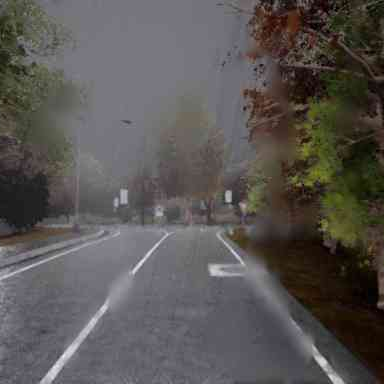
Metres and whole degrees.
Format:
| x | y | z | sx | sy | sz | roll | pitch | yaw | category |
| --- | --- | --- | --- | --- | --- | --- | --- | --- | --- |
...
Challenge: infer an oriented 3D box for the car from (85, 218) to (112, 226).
| x | y | z | sx | sy | sz | roll | pitch | yaw | category |
| --- | --- | --- | --- | --- | --- | --- | --- | --- | --- |
| -17.704 | 5.674 | 63.219 | 2.033 | 1.411 | 5.357 | -3 | -5 | 33 | car |

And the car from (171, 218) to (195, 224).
| x | y | z | sx | sy | sz | roll | pitch | yaw | category |
| --- | --- | --- | --- | --- | --- | --- | --- | --- | --- |
| -1.931 | 6.333 | 71.714 | 5.357 | 1.411 | 2.033 | 1 | -5 | -1 | car |
